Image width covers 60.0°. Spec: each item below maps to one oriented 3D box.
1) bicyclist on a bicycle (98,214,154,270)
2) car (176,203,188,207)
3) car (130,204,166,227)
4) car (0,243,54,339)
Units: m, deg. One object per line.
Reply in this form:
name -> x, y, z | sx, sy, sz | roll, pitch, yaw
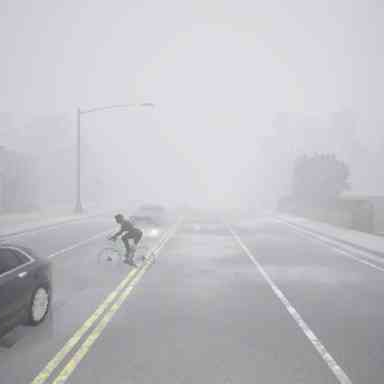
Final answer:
bicyclist on a bicycle -> -1.909, 1.455, 9.538 | 1.656, 1.620, 0.582 | -2, 0, 2
car -> -1.722, 2.699, 60.342 | 1.994, 1.385, 4.181 | 0, -11, 2
car -> -2.911, 1.548, 23.184 | 2.033, 1.411, 5.357 | 0, 0, 2
car -> -3.528, 1.505, 4.296 | 1.837, 1.490, 4.892 | 0, 0, 2
